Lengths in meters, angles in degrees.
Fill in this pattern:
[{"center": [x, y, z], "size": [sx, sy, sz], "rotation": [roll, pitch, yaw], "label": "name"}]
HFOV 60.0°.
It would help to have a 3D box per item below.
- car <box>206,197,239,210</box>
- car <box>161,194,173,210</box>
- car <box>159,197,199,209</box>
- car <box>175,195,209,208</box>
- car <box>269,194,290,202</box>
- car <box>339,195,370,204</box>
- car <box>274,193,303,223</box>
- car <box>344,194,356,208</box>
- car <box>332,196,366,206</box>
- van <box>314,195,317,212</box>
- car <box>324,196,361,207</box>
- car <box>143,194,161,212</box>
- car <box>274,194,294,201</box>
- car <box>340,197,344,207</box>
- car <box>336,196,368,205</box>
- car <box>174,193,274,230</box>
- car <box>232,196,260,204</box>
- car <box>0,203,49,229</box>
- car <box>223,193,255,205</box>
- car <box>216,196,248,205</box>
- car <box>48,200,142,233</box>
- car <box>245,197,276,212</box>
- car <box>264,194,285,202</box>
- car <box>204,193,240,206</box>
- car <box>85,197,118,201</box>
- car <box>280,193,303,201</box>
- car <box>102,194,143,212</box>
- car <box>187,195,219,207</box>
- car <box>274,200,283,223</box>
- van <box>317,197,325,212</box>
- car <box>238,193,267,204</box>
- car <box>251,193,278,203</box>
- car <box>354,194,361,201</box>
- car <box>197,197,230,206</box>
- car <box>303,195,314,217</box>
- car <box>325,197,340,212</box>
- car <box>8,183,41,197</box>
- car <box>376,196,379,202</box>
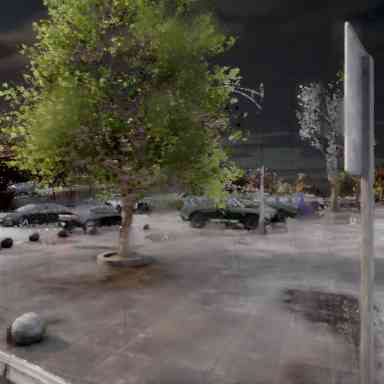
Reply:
[{"center": [4.101, 1.486, 43.384], "size": [2.128, 1.511, 4.902], "rotation": [0, 0, 35], "label": "car"}, {"center": [-5.168, 1.356, 40.363], "size": [4.553, 1.767, 2.185], "rotation": [-1, -1, 14], "label": "car"}, {"center": [-1.732, 1.481, 45.343], "size": [4.892, 1.521, 2.231], "rotation": [-1, -1, 14], "label": "car"}, {"center": [0.008, 1.353, 47.812], "size": [4.553, 1.767, 2.185], "rotation": [-1, 0, 14], "label": "car"}, {"center": [20.407, 1.341, 77.789], "size": [4.553, 1.767, 2.185], "rotation": [-1, -1, 14], "label": "car"}, {"center": [30.391, 1.470, 62.300], "size": [4.892, 1.521, 2.231], "rotation": [1, 1, 15], "label": "car"}, {"center": [5.319, 1.230, 25.651], "size": [5.566, 2.045, 2.435], "rotation": [1, 1, 14], "label": "car"}, {"center": [20.341, 1.505, 47.639], "size": [4.792, 1.488, 2.163], "rotation": [1, 1, 14], "label": "car"}, {"center": [27.050, 1.471, 57.419], "size": [5.008, 1.535, 2.097], "rotation": [1, 1, 15], "label": "car"}, {"center": [8.801, 1.257, 30.511], "size": [4.442, 1.987, 1.878], "rotation": [1, 0, 14], "label": "van"}, {"center": [23.706, 1.473, 52.522], "size": [5.008, 1.535, 2.097], "rotation": [1, 0, 14], "label": "car"}, {"center": [-6.817, 1.229, 37.858], "size": [5.566, 2.045, 2.435], "rotation": [-1, -1, 14], "label": "car"}, {"center": [22.171, 1.339, 80.263], "size": [4.553, 1.767, 2.185], "rotation": [-1, 0, 14], "label": "car"}, {"center": [15.393, 1.354, 40.300], "size": [4.553, 1.767, 2.185], "rotation": [1, 1, 14], "label": "car"}, {"center": [28.745, 1.500, 59.853], "size": [4.792, 1.488, 2.163], "rotation": [1, 0, 14], "label": "car"}, {"center": [2.037, 1.231, 20.767], "size": [5.566, 2.045, 2.435], "rotation": [1, 0, 14], "label": "car"}, {"center": [10.215, 1.474, 62.790], "size": [4.892, 1.521, 2.231], "rotation": [-1, 0, 14], "label": "car"}, {"center": [-10.286, 1.500, 21.993], "size": [1.837, 1.490, 4.892], "rotation": [0, 0, 31], "label": "car"}, {"center": [8.531, 1.223, 60.298], "size": [5.566, 2.045, 2.435], "rotation": [-1, -1, 14], "label": "car"}, {"center": [6.979, 1.470, 57.770], "size": [5.366, 1.575, 1.946], "rotation": [-1, -1, 14], "label": "car"}, {"center": [-5.589, 1.486, 19.834], "size": [2.128, 1.511, 4.902], "rotation": [0, 0, 32], "label": "car"}, {"center": [8.380, 1.471, 40.549], "size": [1.882, 1.535, 5.008], "rotation": [0, 0, 34], "label": "car"}, {"center": [18.705, 1.342, 75.286], "size": [4.553, 1.767, 2.185], "rotation": [-1, -1, 14], "label": "car"}, {"center": [5.062, 1.225, 55.326], "size": [5.566, 2.045, 2.435], "rotation": [-1, 0, 14], "label": "car"}, {"center": [-10.279, 1.511, 32.855], "size": [4.792, 1.488, 2.163], "rotation": [-1, 0, 14], "label": "car"}, {"center": [25.523, 1.212, 85.262], "size": [5.566, 2.045, 2.435], "rotation": [-1, 0, 14], "label": "car"}, {"center": [-8.577, 1.230, 35.354], "size": [5.566, 2.045, 2.435], "rotation": [-1, 0, 14], "label": "car"}, {"center": [1.710, 1.352, 50.318], "size": [4.553, 1.767, 2.185], "rotation": [-1, 0, 14], "label": "car"}, {"center": [3.649, 1.511, 23.199], "size": [4.792, 1.488, 2.163], "rotation": [1, 1, 14], "label": "car"}, {"center": [10.471, 1.256, 32.953], "size": [4.442, 1.987, 1.878], "rotation": [1, 0, 14], "label": "van"}, {"center": [11.881, 1.221, 65.310], "size": [5.566, 2.045, 2.435], "rotation": [-1, 0, 14], "label": "car"}, {"center": [15.349, 1.218, 70.288], "size": [5.566, 2.045, 2.435], "rotation": [-1, -1, 14], "label": "car"}, {"center": [22.220, 1.474, 50.045], "size": [5.366, 1.575, 1.946], "rotation": [1, 0, 14], "label": "car"}, {"center": [3.419, 1.507, 52.813], "size": [4.792, 1.488, 2.163], "rotation": [-1, -1, 14], "label": "car"}, {"center": [6.990, 1.230, 28.093], "size": [5.566, 2.045, 2.435], "rotation": [1, 1, 14], "label": "car"}, {"center": [13.689, 1.481, 37.861], "size": [4.892, 1.521, 2.231], "rotation": [1, 0, 14], "label": "car"}, {"center": [-17.848, -0.137, 34.258], "size": [1.812, 1.442, 4.674], "rotation": [0, 4, 34], "label": "car"}, {"center": [38.764, 1.213, 74.510], "size": [5.566, 2.045, 2.435], "rotation": [1, 0, 14], "label": "car"}]
